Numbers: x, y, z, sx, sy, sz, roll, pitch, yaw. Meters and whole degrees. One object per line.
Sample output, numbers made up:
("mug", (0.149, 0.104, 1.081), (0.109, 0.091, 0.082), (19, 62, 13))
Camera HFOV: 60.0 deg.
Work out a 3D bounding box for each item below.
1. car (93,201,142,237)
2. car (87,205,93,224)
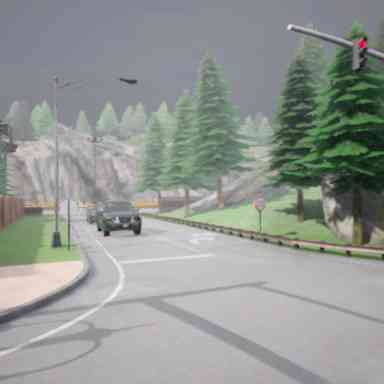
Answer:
("car", (-4.796, 1.612, 21.473), (2.150, 2.045, 5.566), (0, -1, -22))
("car", (-8.481, 1.924, 30.714), (2.097, 1.767, 4.553), (0, -1, -22))
